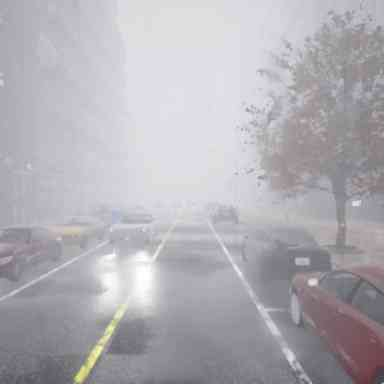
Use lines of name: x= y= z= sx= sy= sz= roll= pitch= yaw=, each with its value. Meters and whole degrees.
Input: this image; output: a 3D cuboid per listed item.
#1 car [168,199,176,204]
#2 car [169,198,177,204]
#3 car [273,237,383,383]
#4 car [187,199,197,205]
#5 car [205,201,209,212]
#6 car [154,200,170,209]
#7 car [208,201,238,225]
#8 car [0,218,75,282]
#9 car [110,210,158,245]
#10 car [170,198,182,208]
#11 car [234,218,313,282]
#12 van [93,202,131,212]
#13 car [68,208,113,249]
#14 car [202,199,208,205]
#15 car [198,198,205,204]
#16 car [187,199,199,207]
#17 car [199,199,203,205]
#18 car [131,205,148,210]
car: x=-5.303 y=2.517 z=89.147 sx=1.947 sy=1.339 sz=4.313 roll=1 pitch=-1 yaw=0
car: x=-5.301 y=2.452 z=94.795 sx=1.967 sy=1.590 sz=4.097 roll=1 pitch=-1 yaw=0
car: x=2.575 y=1.591 z=4.183 sx=1.887 sy=1.381 sz=4.507 roll=1 pitch=-1 yaw=0
car: x=0.002 y=2.307 z=78.001 sx=2.128 sy=1.511 sz=4.902 roll=0 pitch=-1 yaw=0
car: x=2.576 y=1.892 z=32.445 sx=1.887 sy=1.381 sz=4.507 roll=1 pitch=-1 yaw=0
car: x=-5.304 y=2.141 z=55.270 sx=2.008 sy=1.369 sz=4.403 roll=1 pitch=-1 yaw=0
car: x=2.577 y=1.728 z=26.794 sx=1.967 sy=1.590 sz=4.097 roll=1 pitch=-1 yaw=0
car: x=-5.305 y=1.692 z=10.100 sx=1.802 sy=1.307 sz=4.206 roll=1 pitch=-1 yaw=0
car: x=-2.850 y=1.783 z=16.864 sx=1.895 sy=1.301 sz=4.718 roll=0 pitch=-1 yaw=0
car: x=-2.794 y=2.198 z=59.436 sx=1.994 sy=1.385 sz=4.181 roll=0 pitch=-1 yaw=1
car: x=2.575 y=1.673 z=9.836 sx=1.947 sy=1.339 sz=4.313 roll=1 pitch=-1 yaw=0
van: x=-5.302 y=1.572 z=21.395 sx=1.690 sy=1.788 sz=3.998 roll=1 pitch=-1 yaw=0
car: x=-5.304 y=1.694 z=15.577 sx=1.752 sy=1.417 sz=4.829 roll=1 pitch=-1 yaw=0
car: x=2.751 y=2.000 z=46.250 sx=1.837 sy=1.490 sz=4.892 roll=0 pitch=-1 yaw=0
car: x=2.578 y=2.477 z=89.137 sx=1.752 sy=1.417 sz=4.829 roll=1 pitch=-1 yaw=0
car: x=0.031 y=2.188 z=64.221 sx=1.837 sy=1.490 sz=4.892 roll=0 pitch=-2 yaw=1
car: x=2.577 y=2.440 z=83.314 sx=2.008 sy=1.369 sz=4.403 roll=1 pitch=-1 yaw=0
car: x=-5.305 y=1.932 z=32.685 sx=1.802 sy=1.307 sz=4.206 roll=1 pitch=-1 yaw=0
